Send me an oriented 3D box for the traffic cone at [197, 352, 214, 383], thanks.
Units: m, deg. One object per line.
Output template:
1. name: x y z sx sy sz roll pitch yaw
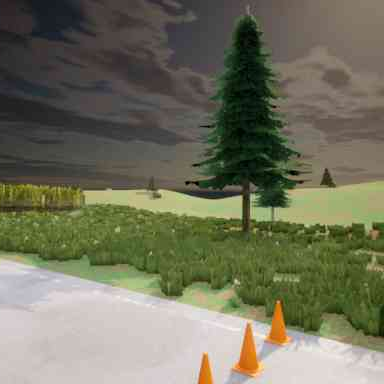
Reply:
1. traffic cone: 0.140 1.955 3.434 0.340 0.580 0.340 0 0 36

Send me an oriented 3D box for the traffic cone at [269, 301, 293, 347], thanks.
1. traffic cone: 1.310 1.955 5.057 0.340 0.580 0.340 0 0 36

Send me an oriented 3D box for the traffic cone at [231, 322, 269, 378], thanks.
1. traffic cone: 0.725 1.955 4.246 0.340 0.580 0.340 0 0 36
